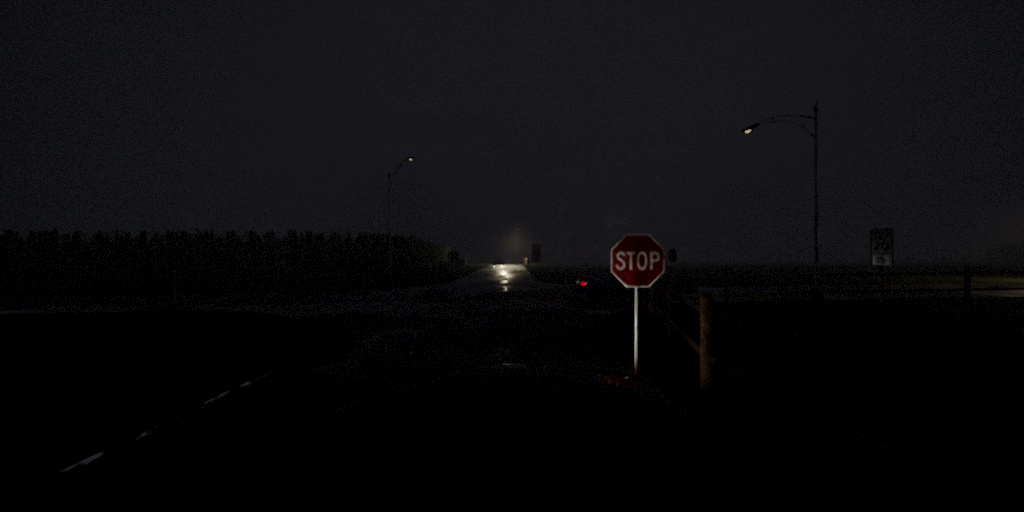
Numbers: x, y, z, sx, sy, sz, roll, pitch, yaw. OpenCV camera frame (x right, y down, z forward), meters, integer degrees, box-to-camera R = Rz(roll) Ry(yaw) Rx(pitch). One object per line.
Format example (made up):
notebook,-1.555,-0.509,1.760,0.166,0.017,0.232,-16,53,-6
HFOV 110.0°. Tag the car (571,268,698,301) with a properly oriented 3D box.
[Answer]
car,5.465,1.205,16.361,5.357,1.411,2.033,-1,0,-5
